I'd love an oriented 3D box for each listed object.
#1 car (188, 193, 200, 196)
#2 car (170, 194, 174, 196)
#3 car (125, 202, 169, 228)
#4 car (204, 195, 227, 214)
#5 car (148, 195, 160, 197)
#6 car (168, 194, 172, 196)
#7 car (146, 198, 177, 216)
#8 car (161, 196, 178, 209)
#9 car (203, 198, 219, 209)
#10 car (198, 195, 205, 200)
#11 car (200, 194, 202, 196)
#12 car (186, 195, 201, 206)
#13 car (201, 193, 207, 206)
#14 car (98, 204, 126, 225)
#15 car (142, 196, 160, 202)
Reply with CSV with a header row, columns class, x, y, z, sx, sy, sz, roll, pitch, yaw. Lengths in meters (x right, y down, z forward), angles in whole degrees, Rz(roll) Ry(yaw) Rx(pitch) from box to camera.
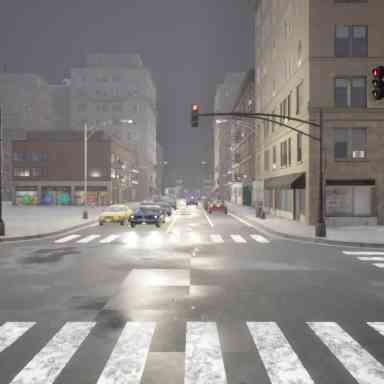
class,x,y,z,sx,sy,sz,roll,pitch,yaw
car,-0.004,1.225,64.116,2.150,2.045,5.566,0,0,0
car,-5.392,1.530,69.124,1.752,1.417,4.829,0,0,0
car,-2.883,1.601,22.520,1.895,1.301,4.718,0,0,1
car,2.635,1.441,35.322,1.967,1.590,4.097,0,0,0
car,-5.390,1.317,46.647,2.192,1.841,5.009,0,0,0
car,-5.391,1.586,63.632,1.802,1.307,4.206,0,0,0
car,-2.857,1.548,32.257,2.033,1.411,5.357,0,0,0
car,-2.844,1.528,42.098,1.812,1.442,4.674,0,0,0
car,2.635,1.568,46.647,1.947,1.339,4.313,0,0,0
car,2.632,1.575,91.942,1.947,1.339,4.313,0,0,0
car,2.633,1.555,69.294,2.008,1.369,4.403,0,0,0
car,-0.003,1.604,53.814,1.895,1.301,4.718,0,0,0
car,2.635,1.317,40.985,2.192,1.841,5.009,0,0,0
car,-5.389,1.526,23.829,1.752,1.417,4.829,0,0,0
car,-5.390,1.553,40.984,2.008,1.369,4.403,0,0,0
